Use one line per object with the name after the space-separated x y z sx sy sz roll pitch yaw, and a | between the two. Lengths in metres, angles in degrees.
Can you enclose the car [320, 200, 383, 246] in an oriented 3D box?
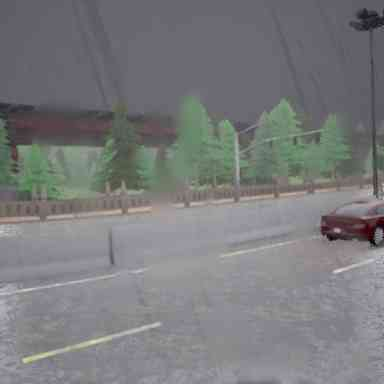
7.211 1.068 13.321 5.008 1.535 1.882 -4 3 -35 | car
